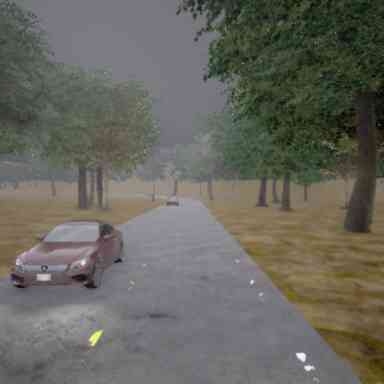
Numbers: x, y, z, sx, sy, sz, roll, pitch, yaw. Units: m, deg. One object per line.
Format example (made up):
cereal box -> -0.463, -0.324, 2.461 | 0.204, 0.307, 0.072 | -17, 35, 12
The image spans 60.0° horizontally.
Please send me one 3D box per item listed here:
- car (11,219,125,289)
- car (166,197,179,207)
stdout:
car -> -3.099, 1.526, 9.287 | 1.812, 1.442, 4.674 | 0, 0, 0
car -> -3.061, 1.459, 52.636 | 1.882, 1.535, 5.008 | 0, 0, 0
